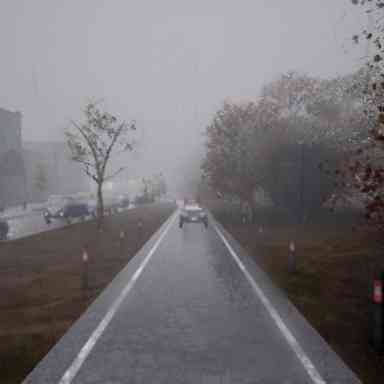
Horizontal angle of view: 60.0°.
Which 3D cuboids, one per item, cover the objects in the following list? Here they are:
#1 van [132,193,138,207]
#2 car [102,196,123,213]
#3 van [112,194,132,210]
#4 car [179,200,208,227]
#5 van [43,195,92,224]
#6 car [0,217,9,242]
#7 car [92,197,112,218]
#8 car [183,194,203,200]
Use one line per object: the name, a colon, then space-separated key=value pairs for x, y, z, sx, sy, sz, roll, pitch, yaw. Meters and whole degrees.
van: x=-9.249 y=1.252 z=51.680 sx=1.878 sy=1.987 sz=4.442 roll=0 pitch=-1 yaw=-2
car: x=-9.075 y=1.475 z=35.217 sx=2.163 sy=1.488 sz=4.792 roll=0 pitch=-1 yaw=-2
van: x=-9.085 y=1.233 z=41.730 sx=1.878 sy=1.987 sz=4.442 roll=0 pitch=-1 yaw=-2
car: x=0.106 y=1.519 z=22.846 sx=1.812 sy=1.442 sz=4.674 roll=0 pitch=0 yaw=0
van: x=-9.069 y=1.216 z=24.021 sx=1.878 sy=1.987 sz=4.442 roll=0 pitch=0 yaw=2
car: x=-9.052 y=1.456 z=13.050 sx=2.002 sy=1.452 sz=4.674 roll=0 pitch=0 yaw=0
car: x=-9.070 y=1.432 z=29.706 sx=2.231 sy=1.521 sz=4.892 roll=0 pitch=-1 yaw=-2
car: x=0.104 y=1.257 z=40.767 sx=2.150 sy=2.045 sz=5.566 roll=0 pitch=0 yaw=0
